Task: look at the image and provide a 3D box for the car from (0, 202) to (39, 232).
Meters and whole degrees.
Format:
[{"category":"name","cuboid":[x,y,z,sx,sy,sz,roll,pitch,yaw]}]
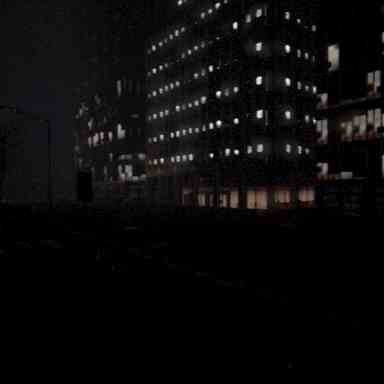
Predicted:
[{"category":"car","cuboid":[-9.962,1.388,18.829,1.887,1.381,4.507,-1,1,-37]}]
